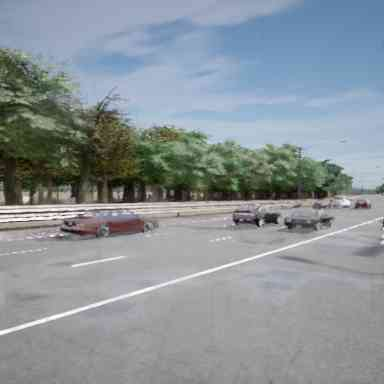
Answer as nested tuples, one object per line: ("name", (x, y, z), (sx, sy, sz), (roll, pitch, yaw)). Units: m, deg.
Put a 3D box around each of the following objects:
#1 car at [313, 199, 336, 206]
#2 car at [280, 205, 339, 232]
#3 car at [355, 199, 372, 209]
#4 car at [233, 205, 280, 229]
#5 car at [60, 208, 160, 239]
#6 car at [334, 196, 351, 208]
("car", (18.488, 1.920, 47.142), (1.812, 1.442, 4.674), (1, 0, 36))
("car", (7.750, 1.780, 21.588), (1.895, 1.301, 4.718), (1, 0, 38))
("car", (28.306, 1.914, 54.806), (2.097, 1.767, 4.553), (1, 0, 35))
("car", (4.682, 1.634, 23.177), (2.128, 1.511, 4.902), (1, 0, 38))
("car", (-4.142, 1.569, 17.565), (2.033, 1.411, 5.357), (1, 0, 39))
("car", (25.978, 1.766, 57.728), (2.150, 2.045, 5.566), (1, 0, 35))
